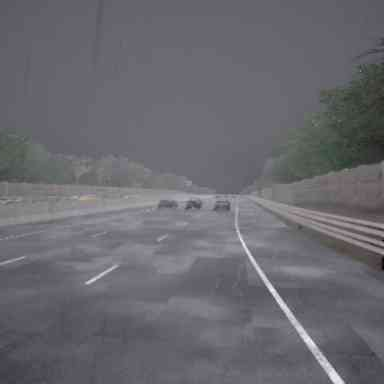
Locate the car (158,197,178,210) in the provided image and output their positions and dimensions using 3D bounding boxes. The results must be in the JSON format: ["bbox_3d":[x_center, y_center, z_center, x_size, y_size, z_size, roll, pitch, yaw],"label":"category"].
[{"bbox_3d":[-3.083,1.472,43.003,1.837,1.490,4.892,1,0,8],"label":"car"}]

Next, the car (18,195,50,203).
[{"bbox_3d":[-20.702,1.138,43.668,2.097,1.767,4.553,1,0,8],"label":"car"}]

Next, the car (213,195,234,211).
[{"bbox_3d":[3.854,1.528,42.062,2.128,1.511,4.902,1,0,8],"label":"car"}]

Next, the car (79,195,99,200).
[{"bbox_3d":[-18.485,1.285,59.667,1.882,1.535,5.008,1,0,8],"label":"car"}]

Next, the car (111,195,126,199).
[{"bbox_3d":[-16.412,1.323,74.784,2.033,1.411,5.357,1,0,8],"label":"car"}]

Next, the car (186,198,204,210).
[{"bbox_3d":[0.387,1.508,42.531,1.837,1.490,4.892,1,0,8],"label":"car"}]
